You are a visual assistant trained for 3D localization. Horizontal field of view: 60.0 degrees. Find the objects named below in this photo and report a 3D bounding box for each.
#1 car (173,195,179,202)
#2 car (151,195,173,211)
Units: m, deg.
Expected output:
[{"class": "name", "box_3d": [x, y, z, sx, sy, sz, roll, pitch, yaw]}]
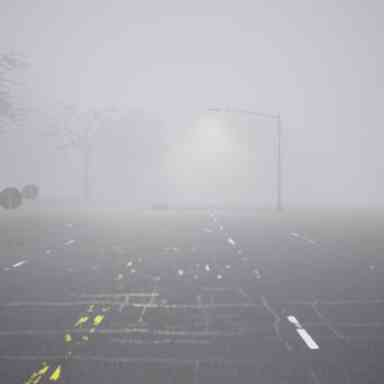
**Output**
[{"class": "car", "box_3d": [-3.615, 1.287, 66.576, 1.812, 1.442, 4.674, 0, 0, 0]}, {"class": "car", "box_3d": [-3.529, 1.302, 38.071, 1.882, 1.535, 5.008, 0, 0, 0]}]
